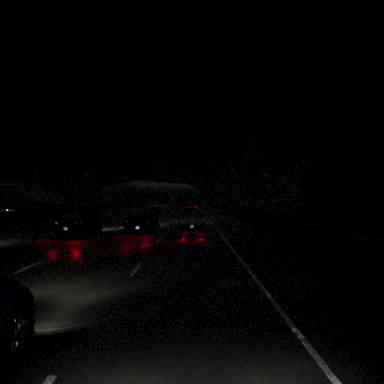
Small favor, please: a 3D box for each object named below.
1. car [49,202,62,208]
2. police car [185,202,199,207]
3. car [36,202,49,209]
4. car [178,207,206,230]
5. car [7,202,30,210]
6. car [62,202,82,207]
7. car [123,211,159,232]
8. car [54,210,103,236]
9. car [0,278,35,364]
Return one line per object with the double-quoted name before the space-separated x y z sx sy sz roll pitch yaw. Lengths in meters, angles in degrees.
"car" -24.491 2.531 63.053 2.033 1.411 5.357 0 -1 0
"police car" 0.009 2.355 50.073 2.038 1.542 4.974 0 -1 0
"car" -27.991 2.546 63.355 1.994 1.385 4.181 0 -1 0
"car" 0.009 2.055 24.562 1.895 1.301 4.718 0 -1 0
"car" -31.491 2.492 60.553 2.033 1.411 5.357 0 -1 0
"car" -21.011 2.459 59.411 1.812 1.442 4.674 0 -1 1
"car" -3.396 1.963 22.954 1.895 1.301 4.718 0 -1 0
"car" -6.896 1.848 20.444 1.812 1.442 4.674 0 -1 0
"car" -3.399 1.403 3.162 2.097 1.767 4.553 0 -1 0
